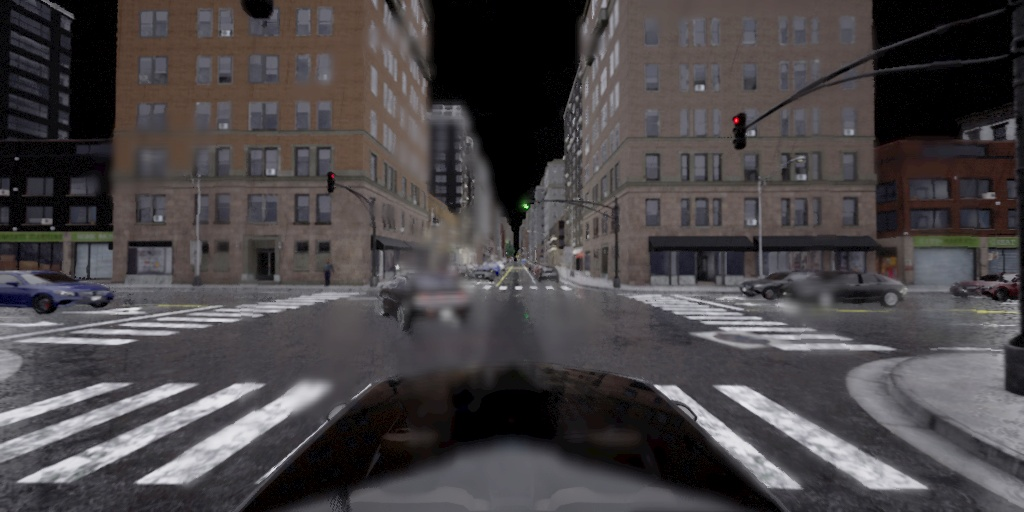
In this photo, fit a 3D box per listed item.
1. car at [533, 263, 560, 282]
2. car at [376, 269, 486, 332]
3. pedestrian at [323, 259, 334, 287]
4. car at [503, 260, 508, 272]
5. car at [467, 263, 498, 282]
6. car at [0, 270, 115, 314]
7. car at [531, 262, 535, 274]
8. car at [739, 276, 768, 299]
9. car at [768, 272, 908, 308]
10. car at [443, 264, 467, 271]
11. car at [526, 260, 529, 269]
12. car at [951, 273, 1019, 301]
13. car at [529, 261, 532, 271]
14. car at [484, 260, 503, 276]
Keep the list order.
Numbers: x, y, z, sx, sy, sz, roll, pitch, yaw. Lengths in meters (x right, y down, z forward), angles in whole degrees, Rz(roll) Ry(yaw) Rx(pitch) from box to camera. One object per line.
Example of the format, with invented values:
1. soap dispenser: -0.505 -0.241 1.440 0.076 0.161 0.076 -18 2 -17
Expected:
1. car: 3.157 1.543 31.282 1.948 1.339 4.313 0 0 1
2. car: -2.958 1.322 11.444 2.128 1.511 4.902 0 -1 -31
3. pedestrian: -12.228 1.086 23.747 0.375 1.860 0.375 0 -1 1
4. car: -2.090 1.706 56.941 1.812 1.442 4.674 0 -1 2
5. car: -2.589 1.554 31.956 1.994 1.385 4.181 0 0 1
6. car: -17.340 1.247 12.947 4.674 1.442 1.812 0 -1 0
7. car: 3.258 1.565 36.811 1.888 1.381 4.507 0 0 1
8. car: 14.823 1.554 19.254 4.674 1.442 1.812 0 -1 1
9. car: 14.623 1.475 16.000 4.892 1.490 1.837 0 -1 -1
10. car: -5.368 1.571 31.433 1.802 1.307 4.207 0 0 1
11. car: 3.663 1.754 58.930 1.948 1.339 4.313 0 0 1
12. car: 26.511 1.617 19.103 4.674 1.442 1.812 0 -1 1
13. car: 3.359 1.613 42.341 2.007 1.370 4.403 0 0 1
14. car: -2.394 1.548 42.400 1.882 1.535 5.008 0 0 1
